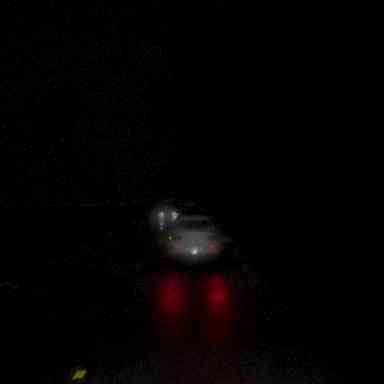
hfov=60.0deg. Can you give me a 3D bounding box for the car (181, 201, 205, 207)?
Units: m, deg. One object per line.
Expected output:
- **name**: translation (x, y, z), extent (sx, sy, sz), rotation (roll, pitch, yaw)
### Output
- **car**: translation (0.079, 1.462, 27.212), extent (1.812, 1.442, 4.674), rotation (0, 0, 0)

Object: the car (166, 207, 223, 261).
- **car**: translation (0.082, 1.494, 11.994), extent (1.812, 1.442, 4.674), rotation (0, 0, 0)

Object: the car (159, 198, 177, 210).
- **car**: translation (-2.849, 1.442, 41.063), extent (1.812, 1.442, 4.674), rotation (0, 0, 0)
